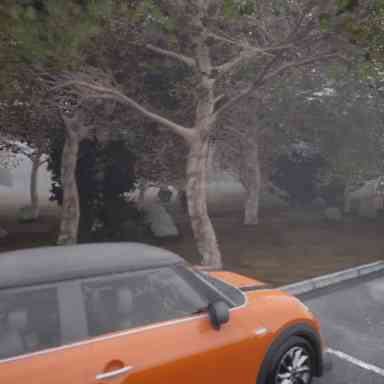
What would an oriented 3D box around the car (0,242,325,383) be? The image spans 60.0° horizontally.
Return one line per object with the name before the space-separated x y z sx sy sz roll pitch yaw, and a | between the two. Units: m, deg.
car | -0.659 1.356 3.557 4.553 1.767 2.185 0 2 -33
